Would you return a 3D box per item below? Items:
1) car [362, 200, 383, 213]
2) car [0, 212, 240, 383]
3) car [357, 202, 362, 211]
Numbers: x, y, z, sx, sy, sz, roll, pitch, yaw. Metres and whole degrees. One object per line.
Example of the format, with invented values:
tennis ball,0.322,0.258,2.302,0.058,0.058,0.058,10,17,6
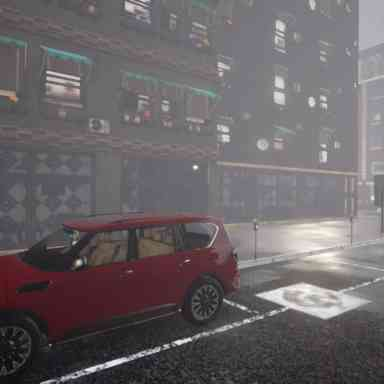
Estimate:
car,20.081,1.538,37.346,1.887,1.381,4.507,1,0,-36
car,-1.414,1.316,5.549,5.009,1.841,2.192,0,1,-36
car,13.284,1.214,32.450,2.192,1.841,5.009,1,0,-36
